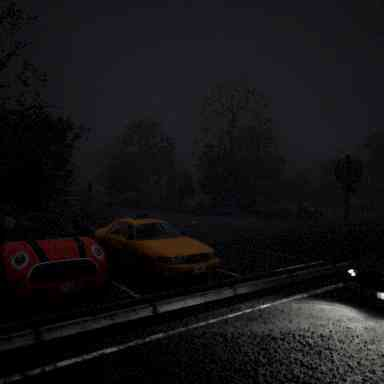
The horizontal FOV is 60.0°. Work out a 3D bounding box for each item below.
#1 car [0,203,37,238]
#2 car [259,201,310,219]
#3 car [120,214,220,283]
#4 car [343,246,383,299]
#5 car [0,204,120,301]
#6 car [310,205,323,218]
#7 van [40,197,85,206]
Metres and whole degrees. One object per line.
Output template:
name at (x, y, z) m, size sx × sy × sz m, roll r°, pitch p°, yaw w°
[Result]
car at (-10.508, 1.475, 19.094) m, size 1.946 × 1.575 × 5.366 m, roll 0°, pitch 0°, yaw -36°
car at (8.743, 1.845, 32.721) m, size 2.002 × 1.452 × 4.674 m, roll 2°, pitch -1°, yaw -36°
car at (-1.372, 1.484, 10.102) m, size 1.946 × 1.575 × 5.366 m, roll 0°, pitch 0°, yaw -36°
car at (5.766, 1.593, 7.789) m, size 5.357 × 1.411 × 2.033 m, roll 1°, pitch 0°, yaw -36°
car at (-3.864, 1.348, 8.569) m, size 2.185 × 1.767 × 4.553 m, roll 0°, pitch 0°, yaw -36°
car at (11.290, 1.747, 34.615) m, size 2.185 × 1.767 × 4.553 m, roll 1°, pitch -1°, yaw -36°
van at (-8.065, 1.266, 20.485) m, size 1.878 × 1.987 × 4.442 m, roll 0°, pitch 0°, yaw -36°
